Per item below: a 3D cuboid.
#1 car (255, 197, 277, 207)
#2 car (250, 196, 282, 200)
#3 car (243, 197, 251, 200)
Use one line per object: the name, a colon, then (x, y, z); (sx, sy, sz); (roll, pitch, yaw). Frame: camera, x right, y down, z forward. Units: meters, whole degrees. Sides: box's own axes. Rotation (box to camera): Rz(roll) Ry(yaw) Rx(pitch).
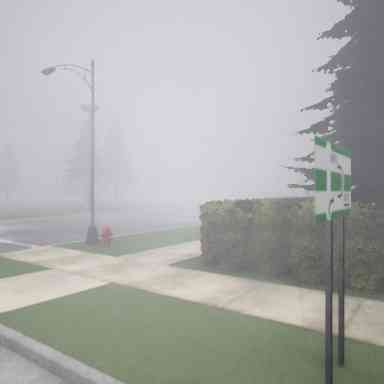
car: (11.948, 1.564, 53.637); (1.994, 1.385, 4.181); (0, 0, 36)
car: (10.153, 1.525, 45.286); (1.812, 1.442, 4.674); (0, 0, 36)
car: (9.958, 1.546, 56.862); (2.033, 1.411, 5.357); (0, 0, 36)
